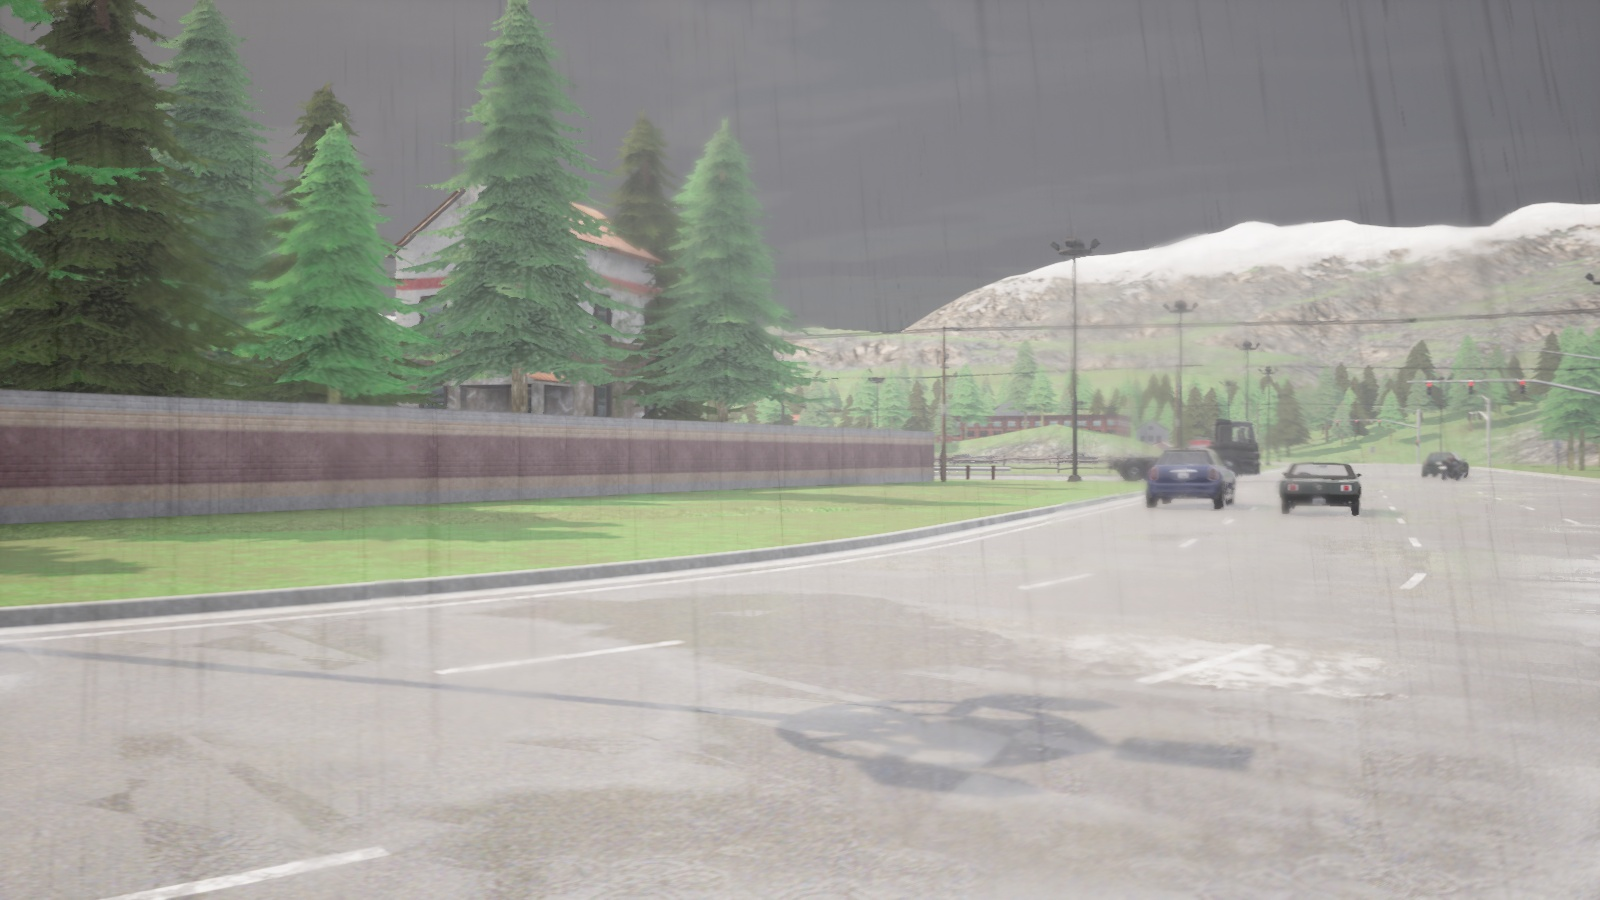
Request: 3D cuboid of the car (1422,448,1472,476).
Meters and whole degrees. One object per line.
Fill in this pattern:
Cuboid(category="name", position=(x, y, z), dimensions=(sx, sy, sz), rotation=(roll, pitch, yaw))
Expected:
Cuboid(category="car", position=(42.284, 0.750, 82.006), dimensions=(2.097, 1.767, 4.553), rotation=(0, 0, 38))

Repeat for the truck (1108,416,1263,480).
Cuboid(category="truck", position=(21.291, -0.074, 69.771), dimensions=(7.936, 3.462, 2.891), rotation=(0, 0, 9))

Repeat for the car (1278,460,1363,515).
Cuboid(category="car", position=(13.606, 0.912, 32.699), dimensions=(1.895, 1.301, 4.718), rotation=(0, 0, 24))

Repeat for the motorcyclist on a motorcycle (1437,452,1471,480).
Cuboid(category="motorcyclist on a motorcycle", position=(37.505, 0.908, 71.986), dimensions=(2.191, 1.530, 0.866), rotation=(0, -1, -37))

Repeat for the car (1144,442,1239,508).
Cuboid(category="car", position=(11.381, 0.688, 36.312), dimensions=(2.097, 1.767, 4.553), rotation=(0, 0, 24))
